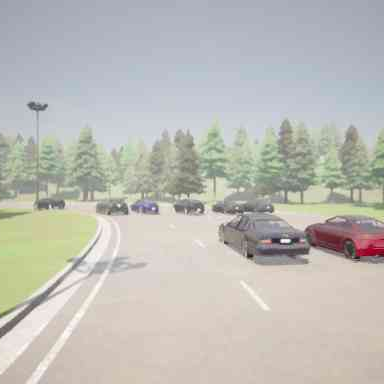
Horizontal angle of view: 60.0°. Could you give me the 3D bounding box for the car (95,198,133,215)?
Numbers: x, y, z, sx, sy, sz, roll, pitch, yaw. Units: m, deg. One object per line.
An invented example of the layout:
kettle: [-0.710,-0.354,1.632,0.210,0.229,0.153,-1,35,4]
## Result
car: [-8.157,1.345,33.538,2.097,1.767,4.553,0,0,-34]

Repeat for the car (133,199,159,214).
car: [-5.097,1.516,35.260,1.812,1.442,4.674,0,0,-32]

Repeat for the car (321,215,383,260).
car: [5.911,1.561,12.462,1.994,1.385,4.181,0,0,-8]

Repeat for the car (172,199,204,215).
car: [-0.475,1.494,34.184,1.837,1.490,4.892,1,-1,-27]

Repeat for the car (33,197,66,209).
car: [-18.846,1.492,43.895,4.892,1.490,1.837,0,0,30]

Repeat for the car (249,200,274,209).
car: [6.869,1.554,35.454,1.994,1.385,4.181,0,0,-24]

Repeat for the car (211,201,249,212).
car: [3.563,1.554,34.108,1.994,1.385,4.181,0,0,-23]

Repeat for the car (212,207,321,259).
car: [2.455,1.544,12.689,2.033,1.411,5.357,0,0,-9]
